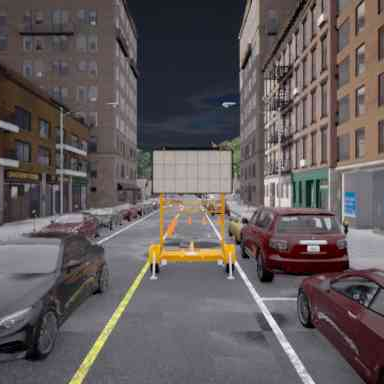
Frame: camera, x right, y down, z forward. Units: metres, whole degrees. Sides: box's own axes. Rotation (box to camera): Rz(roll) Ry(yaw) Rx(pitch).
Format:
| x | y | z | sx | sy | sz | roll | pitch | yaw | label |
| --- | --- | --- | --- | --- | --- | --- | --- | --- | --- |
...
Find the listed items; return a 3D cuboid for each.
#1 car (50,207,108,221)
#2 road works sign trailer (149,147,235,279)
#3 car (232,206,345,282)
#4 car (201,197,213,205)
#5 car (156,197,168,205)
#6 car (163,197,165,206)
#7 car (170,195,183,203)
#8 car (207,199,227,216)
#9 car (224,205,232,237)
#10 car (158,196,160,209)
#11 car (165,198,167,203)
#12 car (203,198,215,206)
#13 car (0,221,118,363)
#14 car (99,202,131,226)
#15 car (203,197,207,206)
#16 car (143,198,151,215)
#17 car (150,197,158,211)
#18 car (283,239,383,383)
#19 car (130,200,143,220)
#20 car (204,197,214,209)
| x | y | z | sx | sy | sz | roll | pitch | yaw | label |
| --- | --- | --- | --- | --- | --- | --- | --- | --- | --- |
| -5.375 | 1.580 | 15.144 | 1.802 | 1.307 | 4.206 | 0 | 0 | 0 | car |
| 0.008 | 0.463 | 9.994 | 2.380 | 3.560 | 2.880 | 0 | 0 | 0 | road works sign trailer |
| 2.645 | 1.314 | 9.625 | 2.192 | 1.841 | 5.009 | 0 | 0 | 0 | car |
| 2.685 | 1.577 | 59.289 | 1.947 | 1.339 | 4.313 | 0 | 0 | 0 | car |
| -5.340 | 1.593 | 59.294 | 1.802 | 1.307 | 4.206 | 0 | 0 | 0 | car |
| -5.350 | 1.529 | 48.086 | 1.752 | 1.417 | 4.829 | 0 | 0 | 0 | car |
| -2.754 | 1.362 | 58.279 | 2.097 | 1.767 | 4.553 | 0 | 0 | 0 | car |
| 2.663 | 1.579 | 31.698 | 1.802 | 1.307 | 4.206 | 0 | 0 | 0 | car |
| 2.645 | 1.523 | 15.311 | 1.752 | 1.417 | 4.829 | 0 | 0 | 0 | car |
| -5.354 | 1.440 | 42.738 | 1.967 | 1.590 | 4.097 | 0 | 0 | 0 | car |
| -5.345 | 1.447 | 53.775 | 1.967 | 1.590 | 4.097 | 0 | 0 | 0 | car |
| 2.680 | 1.589 | 53.771 | 1.802 | 1.307 | 4.206 | 0 | 0 | 0 | car |
| -2.844 | 1.525 | 6.057 | 1.812 | 1.442 | 4.674 | 0 | 0 | 0 | car |
| -5.371 | 1.548 | 20.663 | 2.008 | 1.369 | 4.403 | 0 | 0 | 0 | car |
| 2.671 | 1.526 | 42.905 | 1.752 | 1.417 | 4.829 | 0 | 0 | 0 | car |
| -5.362 | 1.563 | 31.701 | 1.947 | 1.339 | 4.313 | 0 | 0 | 0 | car |
| -5.358 | 1.548 | 37.219 | 2.008 | 1.369 | 4.403 | 0 | 0 | 0 | car |
| 2.641 | 1.581 | 4.107 | 1.802 | 1.307 | 4.206 | 0 | 0 | 0 | car |
| -5.367 | 1.542 | 26.182 | 1.887 | 1.381 | 4.507 | 0 | 0 | 0 | car |
| 2.667 | 1.579 | 37.216 | 1.802 | 1.307 | 4.206 | 0 | 0 | 0 | car |
